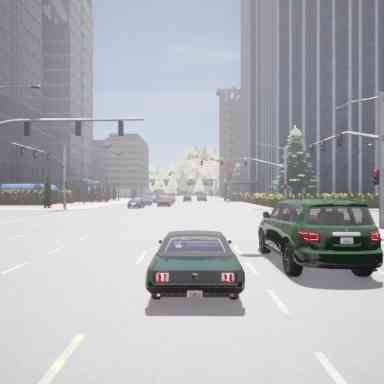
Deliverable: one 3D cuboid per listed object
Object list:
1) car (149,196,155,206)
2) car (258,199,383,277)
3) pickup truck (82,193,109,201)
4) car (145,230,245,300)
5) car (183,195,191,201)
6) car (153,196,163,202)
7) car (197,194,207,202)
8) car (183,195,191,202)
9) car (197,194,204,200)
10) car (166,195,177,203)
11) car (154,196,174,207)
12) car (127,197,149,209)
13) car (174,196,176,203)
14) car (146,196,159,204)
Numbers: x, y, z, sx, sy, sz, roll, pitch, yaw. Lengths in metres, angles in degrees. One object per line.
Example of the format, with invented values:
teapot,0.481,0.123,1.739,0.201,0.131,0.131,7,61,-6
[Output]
car,-7.862,1.526,56.009,1.812,1.442,4.674,0,0,-1
car,3.589,1.221,10.395,2.150,2.045,5.566,0,0,0
pickup truck,-21.147,1.059,73.429,2.390,2.098,6.274,0,0,30
car,0.077,1.601,8.367,1.895,1.301,4.718,0,0,0
car,-1.238,1.540,88.917,2.033,1.411,5.357,0,0,-1
car,-8.117,1.572,80.145,1.895,1.301,4.718,0,0,-1
car,2.402,1.348,78.831,2.097,1.767,4.553,0,0,-1
car,-1.058,1.500,76.116,1.837,1.490,4.892,0,0,-1
car,2.259,1.386,89.111,1.882,1.535,5.008,0,0,-1
car,-4.509,1.524,72.399,2.128,1.511,4.902,0,0,-1
car,-4.301,1.478,51.839,1.882,1.535,5.008,0,0,-1
car,-7.796,1.491,46.754,2.128,1.511,4.902,0,0,1
car,-4.419,1.601,61.945,1.895,1.301,4.718,0,0,0
car,-7.952,1.491,66.866,2.128,1.511,4.902,0,0,0
